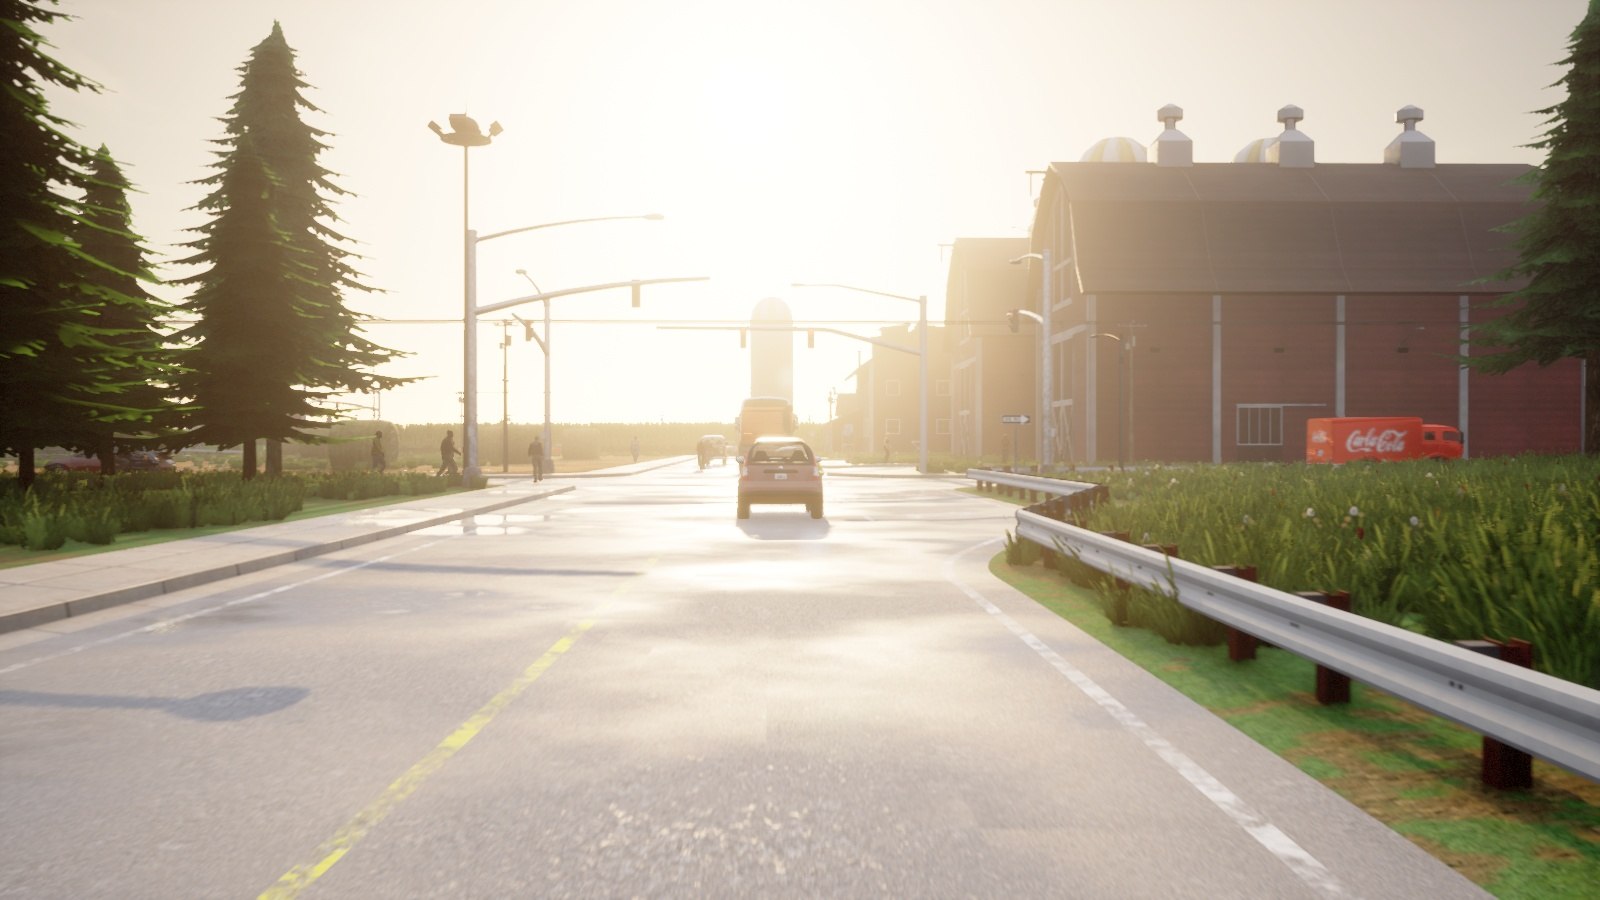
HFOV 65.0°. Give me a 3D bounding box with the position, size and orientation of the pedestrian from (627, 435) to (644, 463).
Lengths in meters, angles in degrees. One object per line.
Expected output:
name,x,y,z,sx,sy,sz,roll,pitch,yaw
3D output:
pedestrian,-10.829,-0.070,82.583,0.874,1.855,0.900,0,0,-23

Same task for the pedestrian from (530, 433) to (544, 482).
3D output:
pedestrian,-10.015,0.288,47.842,0.376,1.854,0.720,0,0,-2

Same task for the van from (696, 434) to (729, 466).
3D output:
van,-5.860,-0.013,84.717,2.069,2.038,4.480,0,0,-2

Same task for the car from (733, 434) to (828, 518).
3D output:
car,-0.449,0.495,26.390,1.851,1.617,3.988,0,0,-2

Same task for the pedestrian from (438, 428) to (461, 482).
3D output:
pedestrian,-11.993,0.177,42.980,0.703,1.840,0.431,0,0,-5

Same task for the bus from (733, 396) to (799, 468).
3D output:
bus,-2.196,-1.082,79.837,3.944,4.253,10.273,0,0,-2

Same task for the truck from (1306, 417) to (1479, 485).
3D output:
truck,22.096,0.039,47.018,5.204,2.467,2.627,0,0,-1

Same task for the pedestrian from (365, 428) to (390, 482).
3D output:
pedestrian,-14.454,0.174,42.999,0.726,1.835,0.370,0,0,-3

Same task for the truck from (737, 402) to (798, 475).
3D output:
truck,-1.672,-0.604,63.763,2.891,3.462,7.936,0,1,-2

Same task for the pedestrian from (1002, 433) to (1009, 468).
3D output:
pedestrian,10.728,0.031,65.545,0.331,1.846,0.636,0,0,8

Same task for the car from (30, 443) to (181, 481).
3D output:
car,-27.464,0.470,49.798,4.792,1.488,2.163,0,0,-1

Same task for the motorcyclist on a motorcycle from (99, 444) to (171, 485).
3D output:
motorcyclist on a motorcycle,-24.524,0.527,46.341,2.191,1.530,0.866,0,0,-1
